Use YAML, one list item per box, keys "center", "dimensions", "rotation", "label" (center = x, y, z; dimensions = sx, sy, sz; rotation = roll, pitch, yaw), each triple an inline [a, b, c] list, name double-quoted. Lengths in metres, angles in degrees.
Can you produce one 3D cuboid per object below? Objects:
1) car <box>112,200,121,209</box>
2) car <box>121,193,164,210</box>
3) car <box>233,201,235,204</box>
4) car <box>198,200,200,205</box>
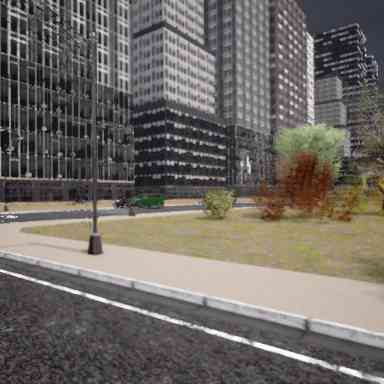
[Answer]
- center: [-8.514, 1.515, 44.912]
  dimensions: [1.837, 1.490, 4.892]
  rotation: [-1, 0, 37]
  label: "car"
- center: [-5.951, 1.195, 42.928]
  dimensions: [2.150, 2.045, 5.566]
  rotation: [-1, 0, 37]
  label: "car"
- center: [5.624, 1.596, 58.109]
  dimensions: [2.033, 1.411, 5.357]
  rotation: [-1, -1, 37]
  label: "car"
- center: [3.029, 1.543, 60.066]
  dimensions: [1.882, 1.535, 5.008]
  rotation: [-1, -1, 37]
  label: "car"
